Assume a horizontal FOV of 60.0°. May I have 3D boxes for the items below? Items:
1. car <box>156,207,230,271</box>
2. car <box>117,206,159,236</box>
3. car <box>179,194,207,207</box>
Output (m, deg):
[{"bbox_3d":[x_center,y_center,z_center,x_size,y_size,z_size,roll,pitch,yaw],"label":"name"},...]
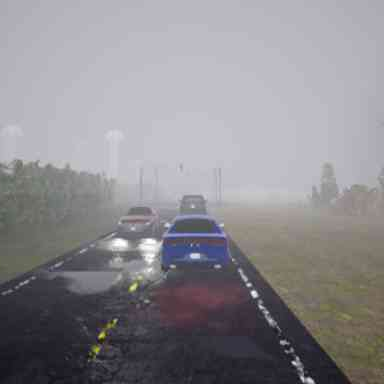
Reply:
[{"bbox_3d":[0.091,1.470,10.930,1.882,1.535,5.008,0,0,0],"label":"car"},{"bbox_3d":[-2.849,1.514,18.400,1.812,1.442,4.674,0,0,0],"label":"car"},{"bbox_3d":[0.088,1.208,27.746,2.150,2.045,5.566,0,0,0],"label":"car"}]
